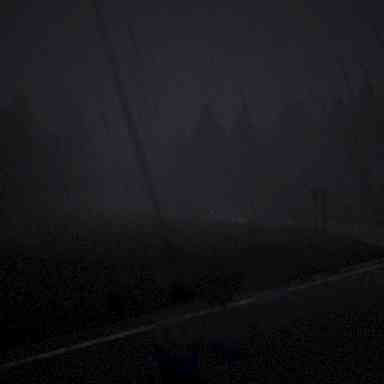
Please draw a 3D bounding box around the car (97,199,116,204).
[{"bbox_3d":[-13.085,1.714,49.981,1.895,1.301,4.718,0,0,-35],"label":"car"}]

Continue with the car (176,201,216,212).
[{"bbox_3d":[0.332,1.605,31.087,2.128,1.511,4.902,0,0,-36],"label":"car"}]
